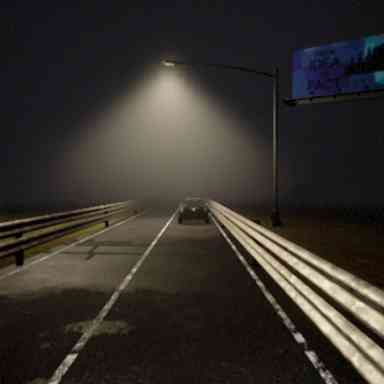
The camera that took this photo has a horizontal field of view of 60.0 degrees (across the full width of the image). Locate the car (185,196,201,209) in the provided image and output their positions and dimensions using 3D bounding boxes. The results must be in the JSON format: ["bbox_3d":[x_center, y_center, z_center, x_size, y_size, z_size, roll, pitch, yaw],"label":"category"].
[{"bbox_3d":[0.130,1.263,41.476,1.837,1.490,4.892,0,1,0],"label":"car"}]

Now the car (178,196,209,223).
[{"bbox_3d":[0.117,1.209,24.209,2.097,1.767,4.553,0,0,0],"label":"car"}]
